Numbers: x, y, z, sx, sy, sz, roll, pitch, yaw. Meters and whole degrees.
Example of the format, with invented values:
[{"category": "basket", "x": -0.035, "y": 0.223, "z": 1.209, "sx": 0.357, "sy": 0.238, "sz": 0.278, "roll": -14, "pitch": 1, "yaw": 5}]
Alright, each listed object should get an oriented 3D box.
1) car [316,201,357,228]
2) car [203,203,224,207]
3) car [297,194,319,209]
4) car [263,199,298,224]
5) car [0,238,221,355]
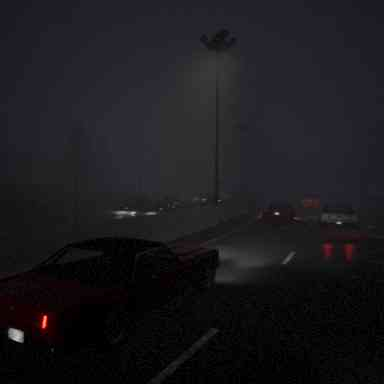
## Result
[{"category": "car", "x": 9.022, "y": 1.432, "z": 20.826, "sx": 1.895, "sy": 1.301, "sz": 4.718, "roll": 1, "pitch": 1, "yaw": 19}, {"category": "car", "x": 2.426, "y": 0.926, "z": 37.716, "sx": 2.097, "sy": 1.767, "sz": 4.553, "roll": 1, "pitch": 1, "yaw": 10}, {"category": "car", "x": 13.440, "y": 1.010, "z": 38.945, "sx": 2.097, "sy": 1.767, "sz": 4.553, "roll": 1, "pitch": 1, "yaw": 9}, {"category": "car", "x": 6.064, "y": 1.343, "z": 23.018, "sx": 1.994, "sy": 1.385, "sz": 4.181, "roll": 1, "pitch": 1, "yaw": 19}, {"category": "car", "x": -1.162, "y": 1.513, "z": 6.157, "sx": 1.895, "sy": 1.301, "sz": 4.718, "roll": 1, "pitch": 1, "yaw": 29}]
